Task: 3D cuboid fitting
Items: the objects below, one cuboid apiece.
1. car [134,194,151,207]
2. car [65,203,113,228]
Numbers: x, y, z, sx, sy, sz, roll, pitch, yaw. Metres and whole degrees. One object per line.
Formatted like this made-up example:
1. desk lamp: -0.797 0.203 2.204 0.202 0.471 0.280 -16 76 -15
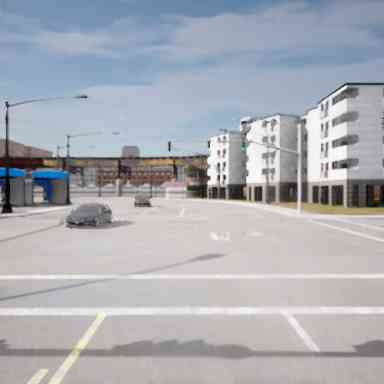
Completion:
1. car: -6.560 1.108 44.589 2.097 1.767 4.553 0 0 -5
2. car: -6.502 1.492 21.536 1.837 1.490 4.892 0 1 3
